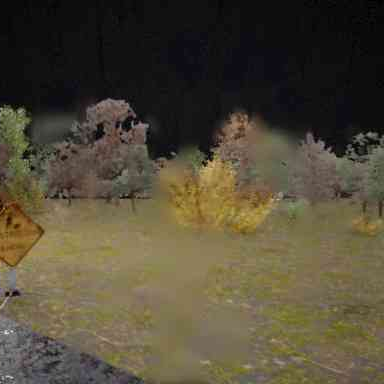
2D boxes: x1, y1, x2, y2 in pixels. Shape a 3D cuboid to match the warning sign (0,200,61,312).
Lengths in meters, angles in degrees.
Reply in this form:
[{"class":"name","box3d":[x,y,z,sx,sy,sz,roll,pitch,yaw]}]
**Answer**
[{"class":"warning sign","box3d":[-3.427,1.102,6.359,1.060,1.860,1.300,-1,0,35]}]
